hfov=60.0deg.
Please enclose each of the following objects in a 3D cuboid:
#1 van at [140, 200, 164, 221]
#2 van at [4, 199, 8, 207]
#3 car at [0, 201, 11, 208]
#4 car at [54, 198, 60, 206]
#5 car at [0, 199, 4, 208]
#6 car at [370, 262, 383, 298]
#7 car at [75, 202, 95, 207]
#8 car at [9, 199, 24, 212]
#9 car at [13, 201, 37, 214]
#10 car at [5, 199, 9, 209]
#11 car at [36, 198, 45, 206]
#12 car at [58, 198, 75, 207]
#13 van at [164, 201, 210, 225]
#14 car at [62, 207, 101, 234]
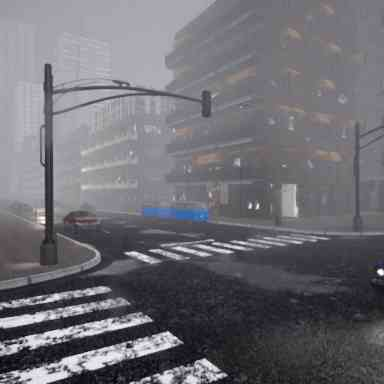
[{"bbox_3d":[-3.362,1.673,30.938,1.690,1.788,3.998,-1,0,-33],"label":"van"},{"bbox_3d":[-31.907,2.222,59.127,1.690,1.788,3.998,-1,0,-33],"label":"van"},{"bbox_3d":[-41.175,2.654,73.142,2.008,1.369,4.403,-1,0,-33],"label":"car"},{"bbox_3d":[-27.999,2.237,68.371,2.192,1.841,5.009,-1,0,-33],"label":"car"},{"bbox_3d":[-38.086,2.344,68.472,2.192,1.841,5.009,-1,0,-33],"label":"car"},{"bbox_3d":[5.924,1.653,7.111,4.718,1.301,1.895,0,0,-33],"label":"car"},{"bbox_3d":[-15.675,2.208,49.654,1.802,1.307,4.206,-1,0,-33],"label":"car"},{"bbox_3d":[-25.746,2.174,49.768,1.967,1.590,4.097,-1,0,-33],"label":"car"},{"bbox_3d":[-22.663,2.242,45.089,1.802,1.307,4.206,-1,0,-33],"label":"car"},{"bbox_3d":[-28.823,2.358,54.447,2.008,1.369,4.403,-1,0,-33],"label":"car"},{"bbox_3d":[-34.158,2.385,77.730,2.192,1.841,5.009,-1,0,-33],"label":"car"},{"bbox_3d":[-21.929,2.302,59.155,1.752,1.417,4.829,-1,0,-33],"label":"car"},{"bbox_3d":[-0.283,1.599,26.258,1.690,1.788,3.998,-1,0,-33],"label":"van"},{"bbox_3d":[-7.265,1.873,21.693,1.802,1.307,4.206,-1,0,-33],"label":"car"}]
